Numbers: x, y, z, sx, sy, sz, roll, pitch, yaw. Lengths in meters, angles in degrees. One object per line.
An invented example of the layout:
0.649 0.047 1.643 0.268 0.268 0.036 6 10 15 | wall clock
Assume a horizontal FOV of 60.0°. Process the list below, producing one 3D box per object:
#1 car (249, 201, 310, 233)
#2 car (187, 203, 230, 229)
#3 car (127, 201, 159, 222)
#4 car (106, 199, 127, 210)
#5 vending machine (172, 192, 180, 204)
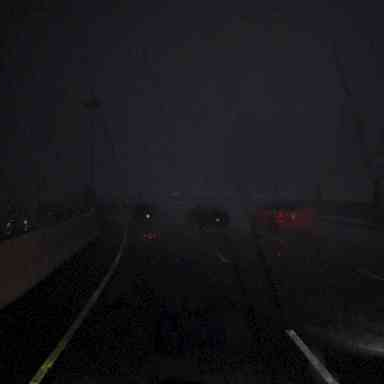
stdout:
4.946 1.312 19.454 2.097 1.767 4.553 0 0 -10 | car
0.957 1.445 21.644 1.882 1.535 5.008 0 0 -12 | car
-3.826 1.479 26.374 1.837 1.490 4.892 0 0 -15 | car
-9.501 1.569 41.847 1.895 1.301 4.718 0 0 -25 | car
-2.916 1.120 61.043 1.100 2.100 0.880 0 0 -32 | vending machine
